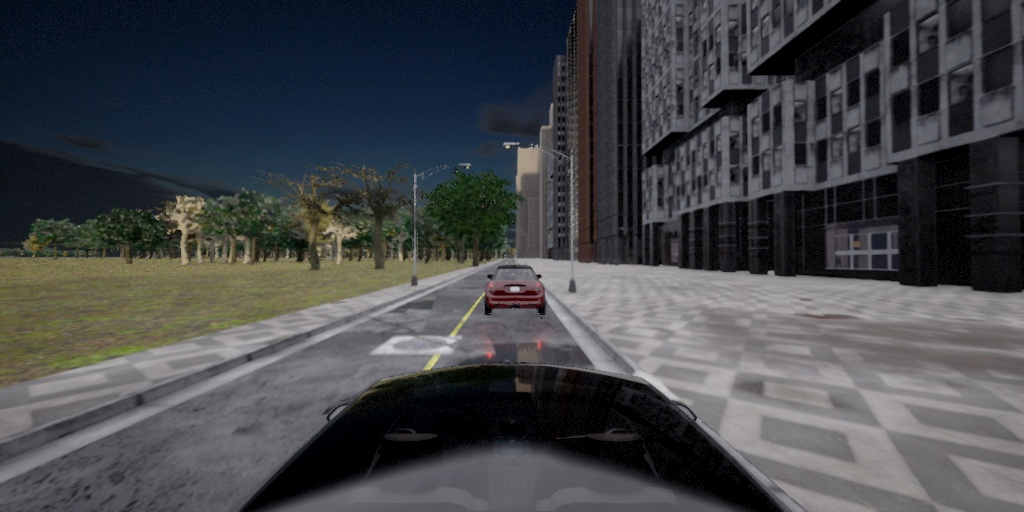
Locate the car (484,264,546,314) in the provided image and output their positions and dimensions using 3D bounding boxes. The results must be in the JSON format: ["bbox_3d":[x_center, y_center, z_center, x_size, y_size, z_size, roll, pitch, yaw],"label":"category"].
[{"bbox_3d":[0.098,1.111,13.886,2.097,1.767,4.553,0,0,0],"label":"car"}]
